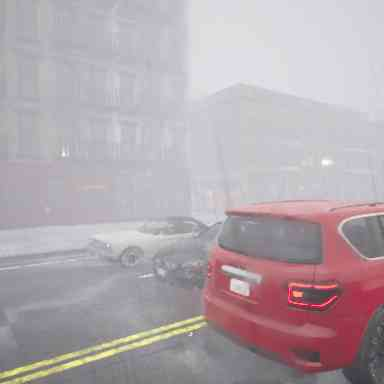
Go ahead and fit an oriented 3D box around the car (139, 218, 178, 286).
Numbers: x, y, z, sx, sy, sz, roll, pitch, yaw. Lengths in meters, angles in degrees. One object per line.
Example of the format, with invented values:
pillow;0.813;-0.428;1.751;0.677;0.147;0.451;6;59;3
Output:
car;1.237;1.440;8.535;4.674;1.442;1.812;-1;1;-35

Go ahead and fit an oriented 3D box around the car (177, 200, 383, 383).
car;2.733;1.145;5.367;5.566;2.045;2.150;-1;1;-35

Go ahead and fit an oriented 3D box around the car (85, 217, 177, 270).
car;-0.960;1.521;10.962;4.718;1.301;1.895;-1;1;-35
